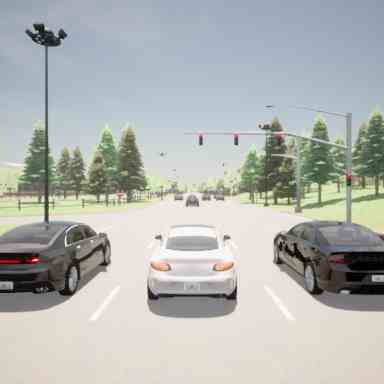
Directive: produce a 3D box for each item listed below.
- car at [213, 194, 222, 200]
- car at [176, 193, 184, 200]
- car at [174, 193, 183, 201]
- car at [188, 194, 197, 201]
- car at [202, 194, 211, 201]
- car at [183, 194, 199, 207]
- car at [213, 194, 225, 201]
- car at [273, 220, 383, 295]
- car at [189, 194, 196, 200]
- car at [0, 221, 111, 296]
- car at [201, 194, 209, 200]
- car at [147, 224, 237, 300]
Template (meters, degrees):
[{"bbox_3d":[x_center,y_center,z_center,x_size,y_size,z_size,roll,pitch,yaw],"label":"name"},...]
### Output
[{"bbox_3d":[7.112,1.374,93.179,1.994,1.385,4.181,0,0,0],"label":"car"},{"bbox_3d":[-3.388,1.177,93.162,2.097,1.767,4.553,0,0,0],"label":"car"},{"bbox_3d":[-3.400,1.534,83.155,1.994,1.385,4.181,0,0,0],"label":"car"},{"bbox_3d":[0.100,1.338,83.154,2.097,1.767,4.553,0,0,0],"label":"car"},{"bbox_3d":[3.600,1.338,83.150,2.097,1.767,4.553,0,0,0],"label":"car"},{"bbox_3d":[0.063,1.346,52.125,2.097,1.767,4.553,0,0,0],"label":"car"},{"bbox_3d":[7.100,1.507,82.759,2.128,1.511,4.902,0,0,0],"label":"car"},{"bbox_3d":[3.522,1.477,8.743,1.882,1.535,5.008,0,0,0],"label":"car"},{"bbox_3d":[0.112,1.322,93.188,1.837,1.490,4.892,0,0,0],"label":"car"},{"bbox_3d":[-3.479,1.504,8.646,1.837,1.490,4.892,0,0,0],"label":"car"},{"bbox_3d":[3.612,1.362,93.183,2.033,1.411,5.357,0,0,0],"label":"car"},{"bbox_3d":[0.016,1.525,8.252,1.812,1.442,4.674,0,0,0],"label":"car"}]
